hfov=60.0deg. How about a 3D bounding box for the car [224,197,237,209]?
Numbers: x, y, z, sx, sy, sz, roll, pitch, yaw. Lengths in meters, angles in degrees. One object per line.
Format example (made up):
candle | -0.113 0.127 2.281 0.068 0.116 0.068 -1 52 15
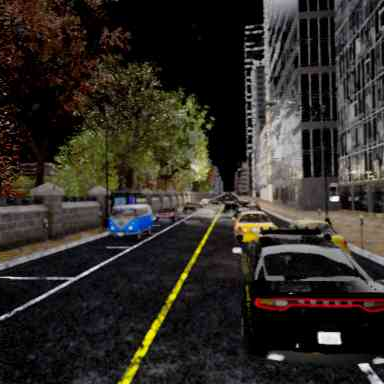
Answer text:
car | 6.527 1.833 56.414 2.097 1.767 4.553 -1 -1 6

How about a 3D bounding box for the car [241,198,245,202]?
car | 9.358 1.979 57.446 1.887 1.381 4.507 -1 0 6

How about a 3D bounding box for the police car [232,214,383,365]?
police car | 1.831 1.466 6.321 1.930 1.638 5.238 -1 -1 6

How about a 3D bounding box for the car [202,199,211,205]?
car | 3.560 2.318 80.987 2.008 1.369 4.403 -1 0 6

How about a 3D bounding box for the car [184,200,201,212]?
car | -0.230 2.068 47.101 1.887 1.381 4.507 -1 -1 6

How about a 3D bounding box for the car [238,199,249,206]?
car | 10.621 2.081 68.737 1.947 1.339 4.313 -1 0 6

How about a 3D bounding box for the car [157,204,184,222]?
car | -2.125 1.966 30.158 1.802 1.307 4.206 -1 -1 6

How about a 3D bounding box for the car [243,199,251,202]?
car | 7.464 1.885 40.507 1.802 1.307 4.206 -1 -1 6

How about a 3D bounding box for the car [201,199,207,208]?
car | 1.033 2.160 58.396 2.008 1.369 4.403 -1 -1 6

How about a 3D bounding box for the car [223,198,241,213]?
car | 5.068 1.885 43.197 1.837 1.490 4.892 -1 0 7

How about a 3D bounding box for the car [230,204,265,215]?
car | 2.952 1.589 16.339 1.801 1.575 5.366 -1 -1 6

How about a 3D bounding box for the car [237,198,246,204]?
car | 11.884 2.143 80.030 2.008 1.369 4.403 -1 0 6

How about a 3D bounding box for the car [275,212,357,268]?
car | 4.323 1.588 12.447 1.752 1.417 4.829 -1 -1 6

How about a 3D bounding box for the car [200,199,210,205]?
car | 2.928 2.279 75.339 2.008 1.369 4.403 -1 0 6

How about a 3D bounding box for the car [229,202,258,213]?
car | 3.598 1.690 22.112 1.837 1.490 4.892 -1 -1 6

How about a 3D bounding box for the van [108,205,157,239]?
van | -3.393 1.628 18.866 1.690 1.788 3.998 -1 -1 6

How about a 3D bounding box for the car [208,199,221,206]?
car | 4.945 2.137 69.235 1.837 1.490 4.892 -1 0 6
